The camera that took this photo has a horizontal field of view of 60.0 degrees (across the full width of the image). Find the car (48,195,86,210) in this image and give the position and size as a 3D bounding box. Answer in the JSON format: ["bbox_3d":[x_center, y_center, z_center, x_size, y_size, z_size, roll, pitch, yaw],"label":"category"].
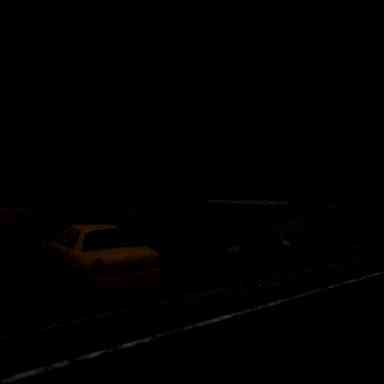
[{"bbox_3d":[-8.174,1.233,20.681,2.435,2.045,5.566,0,0,-36],"label":"car"}]

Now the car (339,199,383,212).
[{"bbox_3d":[21.372,1.625,41.816,2.163,1.488,4.792,0,0,-36],"label":"car"}]

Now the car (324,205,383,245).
[{"bbox_3d":[6.573,1.539,15.148,2.163,1.488,4.792,0,0,-36],"label":"car"}]

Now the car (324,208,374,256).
[{"bbox_3d":[4.293,1.531,13.517,2.163,1.488,4.792,0,0,-36],"label":"car"}]

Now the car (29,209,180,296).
[{"bbox_3d":[-2.672,1.472,8.798,1.946,1.575,5.366,0,0,-36],"label":"car"}]

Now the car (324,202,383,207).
[{"bbox_3d":[8.839,1.518,16.798,2.097,1.535,5.008,0,0,-36],"label":"car"}]

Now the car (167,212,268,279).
[{"bbox_3d":[-0.301,1.514,10.302,2.163,1.488,4.792,0,0,-36],"label":"car"}]

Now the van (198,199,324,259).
[{"bbox_3d":[2.065,1.267,11.815,1.878,1.987,4.442,0,0,-36],"label":"van"}]

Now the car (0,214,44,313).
[{"bbox_3d":[-4.838,1.468,7.014,2.097,1.535,5.008,0,0,-36],"label":"car"}]

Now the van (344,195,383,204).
[{"bbox_3d":[11.184,1.301,18.339,1.878,1.987,4.442,0,0,-36],"label":"van"}]

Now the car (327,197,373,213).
[{"bbox_3d":[19.079,1.461,40.249,2.185,1.767,4.553,0,0,-36],"label":"car"}]

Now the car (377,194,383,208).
[{"bbox_3d":[30.369,1.377,48.323,2.435,2.045,5.566,0,0,-36],"label":"car"}]

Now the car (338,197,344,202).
[{"bbox_3d":[14.690,1.567,36.844,1.946,1.575,5.366,0,0,-36],"label":"car"}]

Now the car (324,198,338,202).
[{"bbox_3d":[12.320,1.562,35.384,2.231,1.521,4.892,0,0,-36],"label":"car"}]

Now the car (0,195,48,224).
[{"bbox_3d":[-10.338,1.225,19.132,2.435,2.045,5.566,0,0,-36],"label":"car"}]
